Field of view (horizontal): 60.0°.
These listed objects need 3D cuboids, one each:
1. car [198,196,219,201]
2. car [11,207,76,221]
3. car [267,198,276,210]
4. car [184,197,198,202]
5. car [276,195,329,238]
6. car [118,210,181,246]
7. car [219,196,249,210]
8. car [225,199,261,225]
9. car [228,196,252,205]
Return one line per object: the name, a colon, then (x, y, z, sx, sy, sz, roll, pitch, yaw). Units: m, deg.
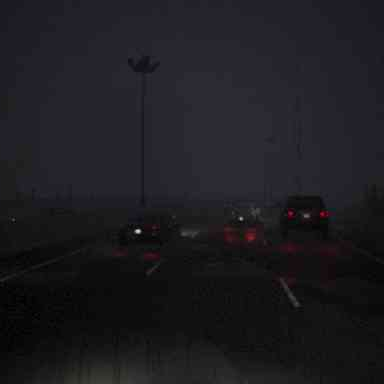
car: (3.468, 1.477, 55.889, 1.812, 1.442, 4.674, 0, 0, 34)
car: (-8.282, 1.553, 19.536, 1.895, 1.301, 4.718, 0, 0, 12)
car: (10.548, 1.465, 40.244, 2.033, 1.411, 5.357, 0, 0, 28)
car: (0.270, 1.524, 57.356, 1.994, 1.385, 4.181, 0, 0, 34)
car: (5.835, 1.184, 17.816, 2.150, 2.045, 5.566, 0, 0, 13)
car: (-1.780, 1.528, 15.123, 1.994, 1.385, 4.181, 0, 0, 10)
car: (5.163, 1.477, 37.331, 2.033, 1.411, 5.357, 0, 0, 25)
car: (3.805, 1.475, 23.640, 1.812, 1.442, 4.674, 0, 0, 16)
car: (8.236, 1.449, 56.594, 1.837, 1.490, 4.892, 0, 0, 36)
